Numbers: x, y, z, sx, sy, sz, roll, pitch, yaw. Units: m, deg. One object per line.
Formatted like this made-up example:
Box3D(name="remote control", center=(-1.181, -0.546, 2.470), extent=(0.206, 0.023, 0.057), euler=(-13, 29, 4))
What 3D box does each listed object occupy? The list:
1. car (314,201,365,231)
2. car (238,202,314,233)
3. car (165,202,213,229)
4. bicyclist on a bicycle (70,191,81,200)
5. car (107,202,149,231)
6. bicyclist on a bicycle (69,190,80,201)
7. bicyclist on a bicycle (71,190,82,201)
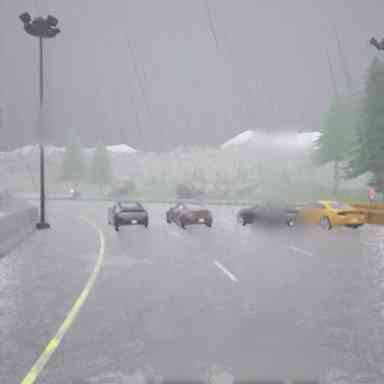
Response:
Box3D(name="car", center=(7.542, 1.251, 19.205), extent=(1.882, 1.535, 5.008), euler=(0, 1, -16))
Box3D(name="car", center=(4.150, 1.288, 18.329), extent=(2.128, 1.511, 4.902), euler=(0, 1, -16))
Box3D(name="car", center=(-0.241, 1.322, 19.901), extent=(1.812, 1.442, 4.674), euler=(0, 1, -19))
Box3D(name="bicyclist on a bicycle", center=(-21.731, 0.713, 63.597), extent=(0.582, 1.620, 1.656), euler=(1, -20, 30))
Box3D(name="car", center=(-3.831, 1.307, 19.524), extent=(2.128, 1.511, 4.902), euler=(0, 1, -20))
Box3D(name="bicyclist on a bicycle", center=(-22.666, 0.709, 64.152), extent=(0.582, 1.620, 1.656), euler=(1, -23, 30))
Box3D(name="bicyclist on a bicycle", center=(-22.222, 0.709, 63.893), extent=(0.582, 1.620, 1.656), euler=(-1, -22, 28))
